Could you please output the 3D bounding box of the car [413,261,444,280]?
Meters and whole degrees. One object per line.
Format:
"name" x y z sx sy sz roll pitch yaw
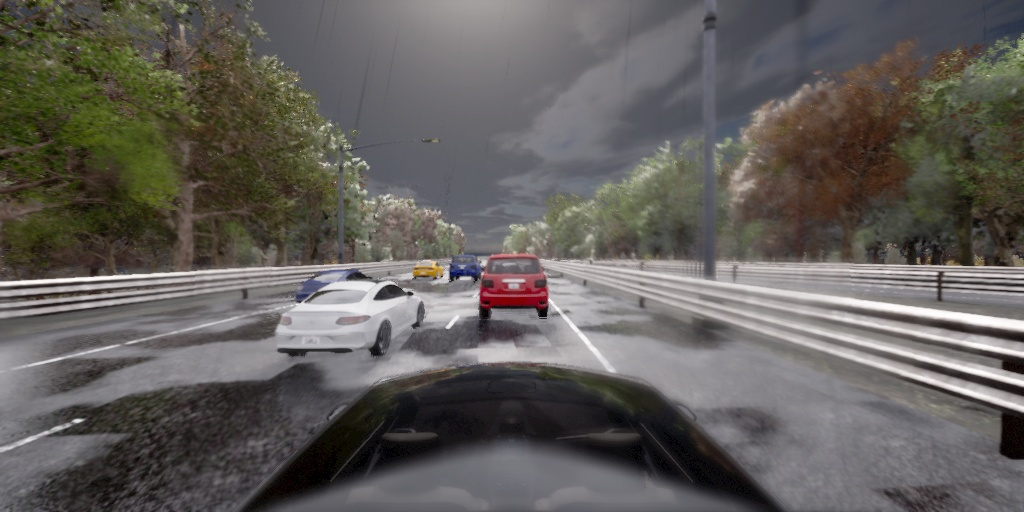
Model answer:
"car" -7.210 1.201 31.269 1.882 1.535 5.008 0 0 -1

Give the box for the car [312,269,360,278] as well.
"car" -6.971 1.260 14.802 1.812 1.442 4.674 0 0 0

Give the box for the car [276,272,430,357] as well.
"car" -3.427 1.267 8.398 1.812 1.442 4.674 0 0 0

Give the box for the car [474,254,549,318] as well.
"car" 0.046 0.956 13.025 2.150 2.045 5.566 0 0 0

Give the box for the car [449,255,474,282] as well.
"car" -3.657 0.944 28.709 2.150 2.045 5.566 0 0 -1
